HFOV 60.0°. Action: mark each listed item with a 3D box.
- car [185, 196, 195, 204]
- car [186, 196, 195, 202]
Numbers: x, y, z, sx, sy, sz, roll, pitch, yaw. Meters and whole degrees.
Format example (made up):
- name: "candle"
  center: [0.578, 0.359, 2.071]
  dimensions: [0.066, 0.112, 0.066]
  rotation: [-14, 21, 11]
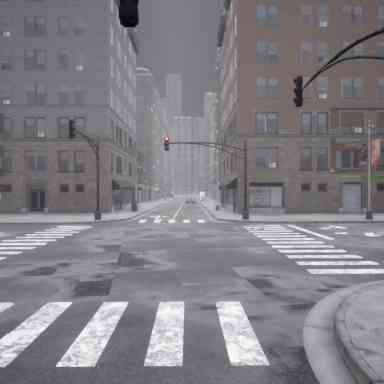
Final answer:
- name: "car"
  center: [-0.300, 1.649, 63.675]
  dimensions: [1.895, 1.301, 4.718]
  rotation: [0, 0, 0]
- name: "car"
  center: [-0.368, 1.484, 73.679]
  dimensions: [1.895, 1.301, 4.718]
  rotation: [0, 0, 0]
